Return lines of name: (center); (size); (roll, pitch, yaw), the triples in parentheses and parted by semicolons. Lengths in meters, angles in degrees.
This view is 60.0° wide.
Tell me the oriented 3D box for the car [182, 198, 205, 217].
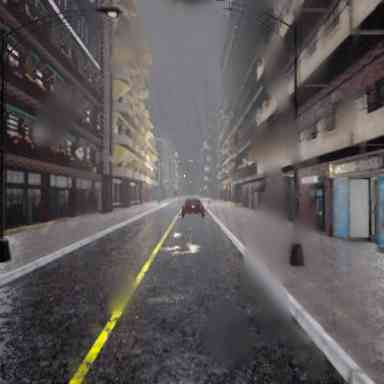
car: (0.099, 1.362, 31.999); (2.097, 1.767, 4.553); (0, 0, 0)
